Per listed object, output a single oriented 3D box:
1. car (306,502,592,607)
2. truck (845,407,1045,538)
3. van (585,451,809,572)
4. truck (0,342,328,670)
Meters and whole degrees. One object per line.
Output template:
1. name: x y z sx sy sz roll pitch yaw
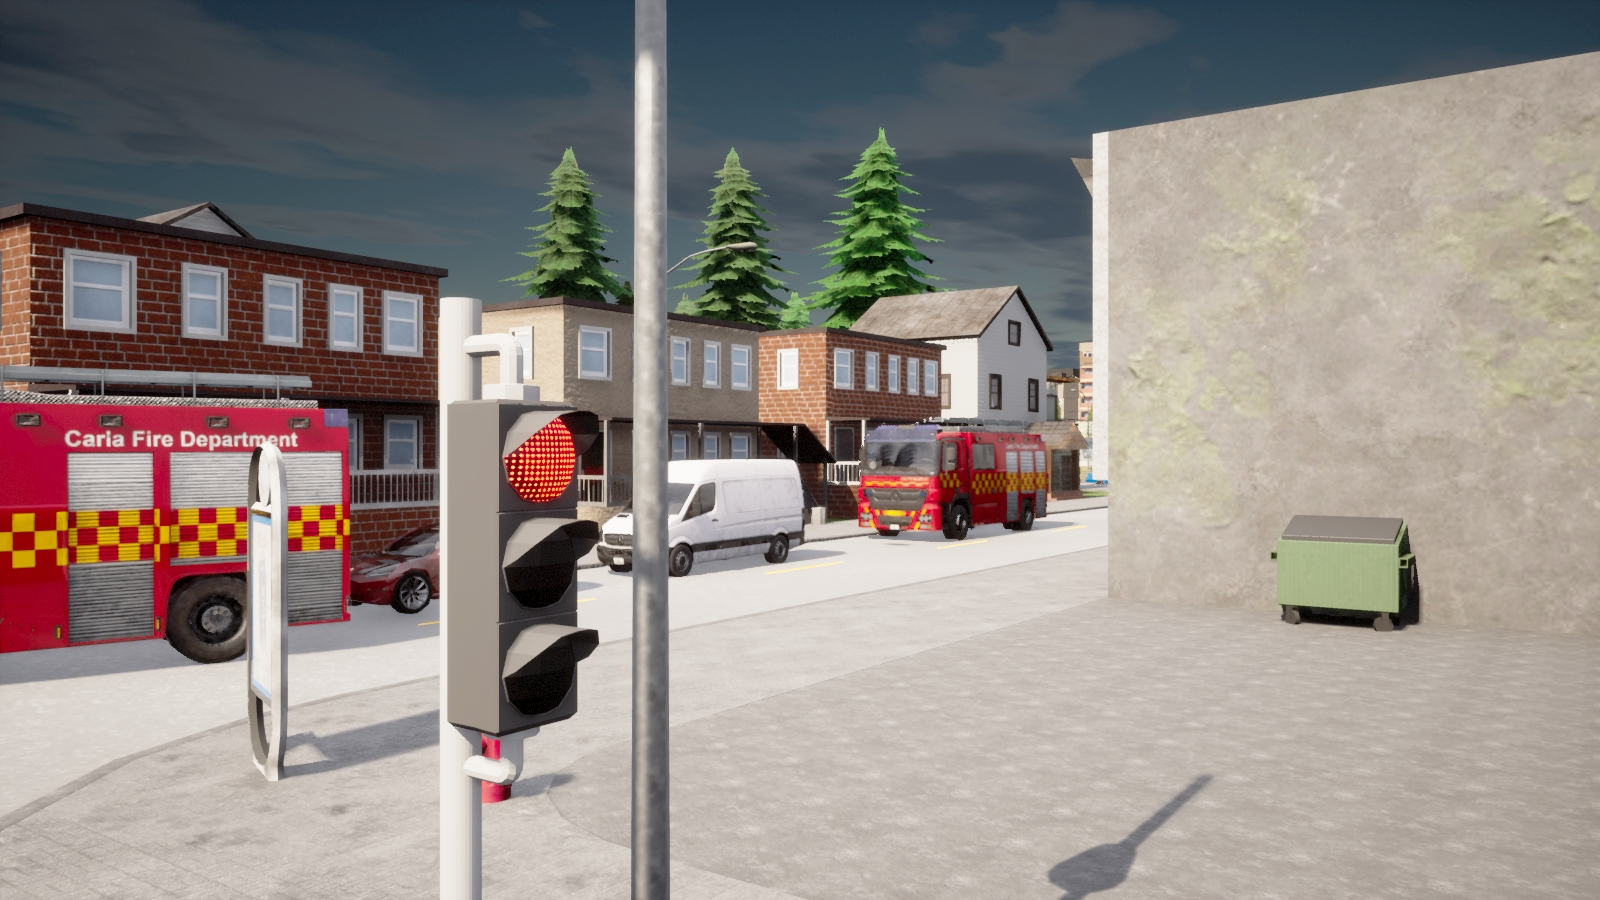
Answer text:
1. car: -6.399 1.835 21.353 2.163 1.488 4.792 0 0 35
2. truck: 5.002 0.663 37.610 2.891 3.827 8.468 0 0 35
3. van: -2.272 1.306 27.238 1.988 2.561 5.915 0 0 35
4. truck: -10.672 0.661 14.113 8.468 3.827 2.891 0 0 -38
